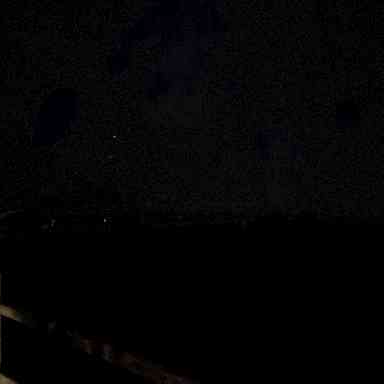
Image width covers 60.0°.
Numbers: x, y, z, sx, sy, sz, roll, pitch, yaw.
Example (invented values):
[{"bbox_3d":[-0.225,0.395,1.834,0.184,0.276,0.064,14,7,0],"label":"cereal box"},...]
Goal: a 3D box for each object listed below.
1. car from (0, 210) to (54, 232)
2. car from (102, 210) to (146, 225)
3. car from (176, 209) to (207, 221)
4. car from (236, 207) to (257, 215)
[{"bbox_3d":[-12.430,2.058,23.964,1.837,1.490,4.892,0,-2,34],"label":"car"},{"bbox_3d":[-6.515,2.452,32.334,2.128,1.511,4.902,0,-2,35],"label":"car"},{"bbox_3d":[-0.065,2.905,41.347,2.128,1.511,4.902,0,-2,36],"label":"car"},{"bbox_3d":[8.845,3.275,53.656,1.837,1.490,4.892,0,-2,36],"label":"car"}]
